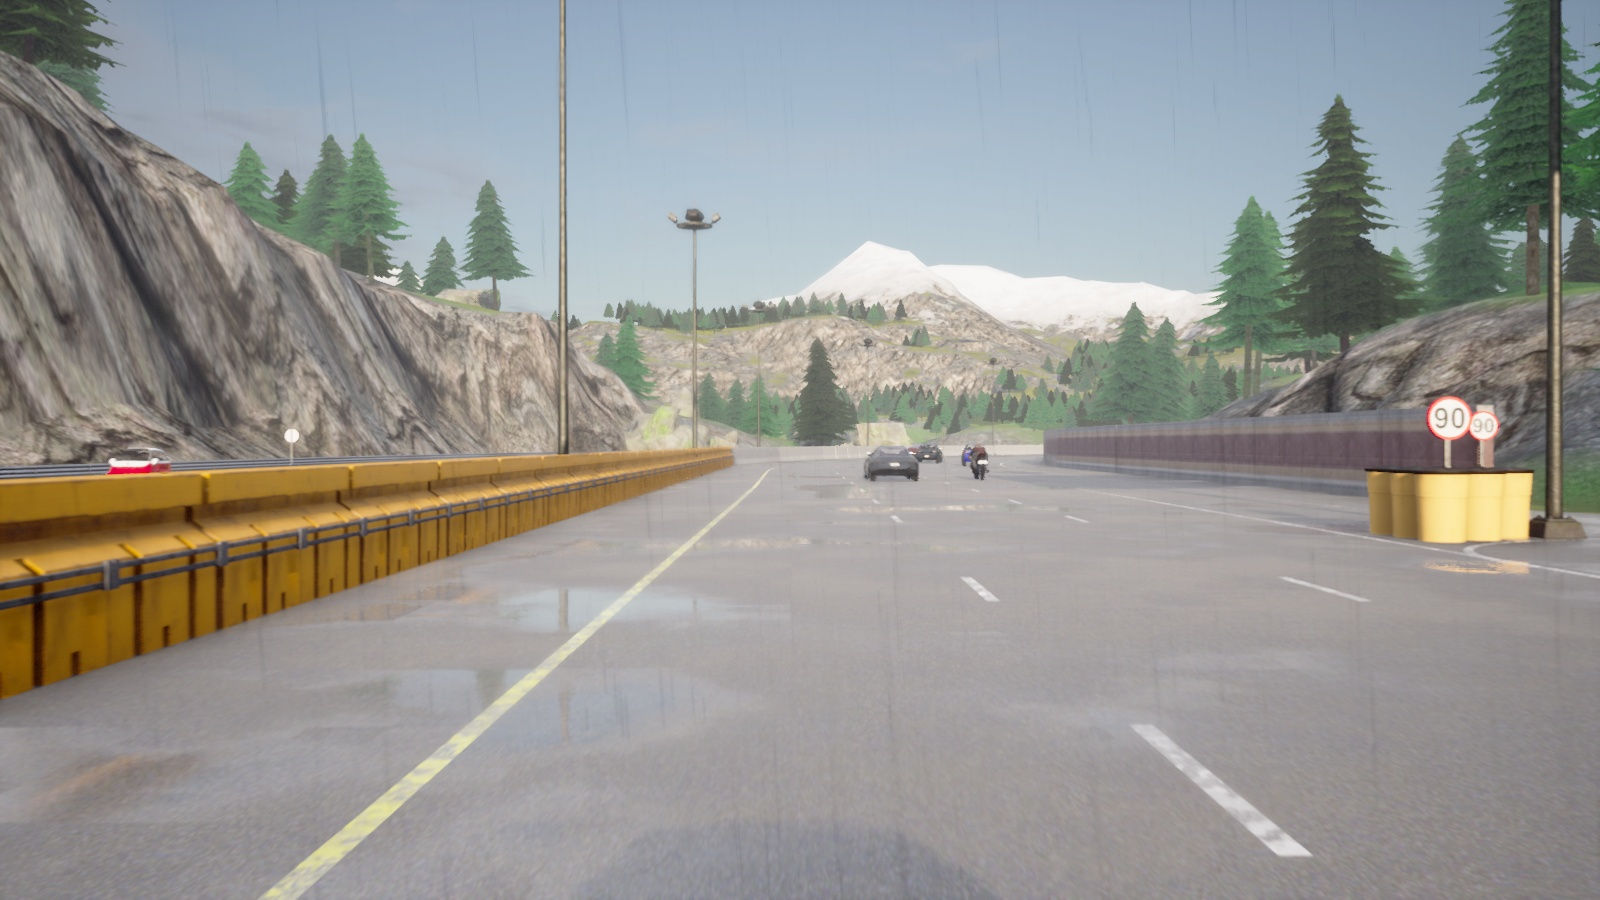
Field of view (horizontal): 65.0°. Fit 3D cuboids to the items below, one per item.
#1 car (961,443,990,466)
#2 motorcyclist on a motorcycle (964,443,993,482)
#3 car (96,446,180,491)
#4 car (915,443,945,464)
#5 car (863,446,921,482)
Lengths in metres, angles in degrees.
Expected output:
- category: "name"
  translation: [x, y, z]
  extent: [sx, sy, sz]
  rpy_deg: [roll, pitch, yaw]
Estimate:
- category: "car"
  translation: [11.518, 0.305, 82.412]
  extent: [1.816, 1.474, 4.193]
  rpy_deg: [0, 0, 7]
- category: "motorcyclist on a motorcycle"
  translation: [7.160, 0.503, 50.476]
  extent: [0.866, 1.530, 2.191]
  rpy_deg: [0, 0, -1]
- category: "car"
  translation: [-20.797, 0.561, 39.527]
  extent: [1.481, 1.376, 2.207]
  rpy_deg: [0, 0, 0]
- category: "car"
  translation: [9.550, 0.247, 92.316]
  extent: [1.816, 1.474, 4.193]
  rpy_deg: [0, 0, 11]
- category: "car"
  translation: [3.651, 0.528, 50.661]
  extent: [1.994, 1.385, 4.181]
  rpy_deg: [0, 0, 0]
